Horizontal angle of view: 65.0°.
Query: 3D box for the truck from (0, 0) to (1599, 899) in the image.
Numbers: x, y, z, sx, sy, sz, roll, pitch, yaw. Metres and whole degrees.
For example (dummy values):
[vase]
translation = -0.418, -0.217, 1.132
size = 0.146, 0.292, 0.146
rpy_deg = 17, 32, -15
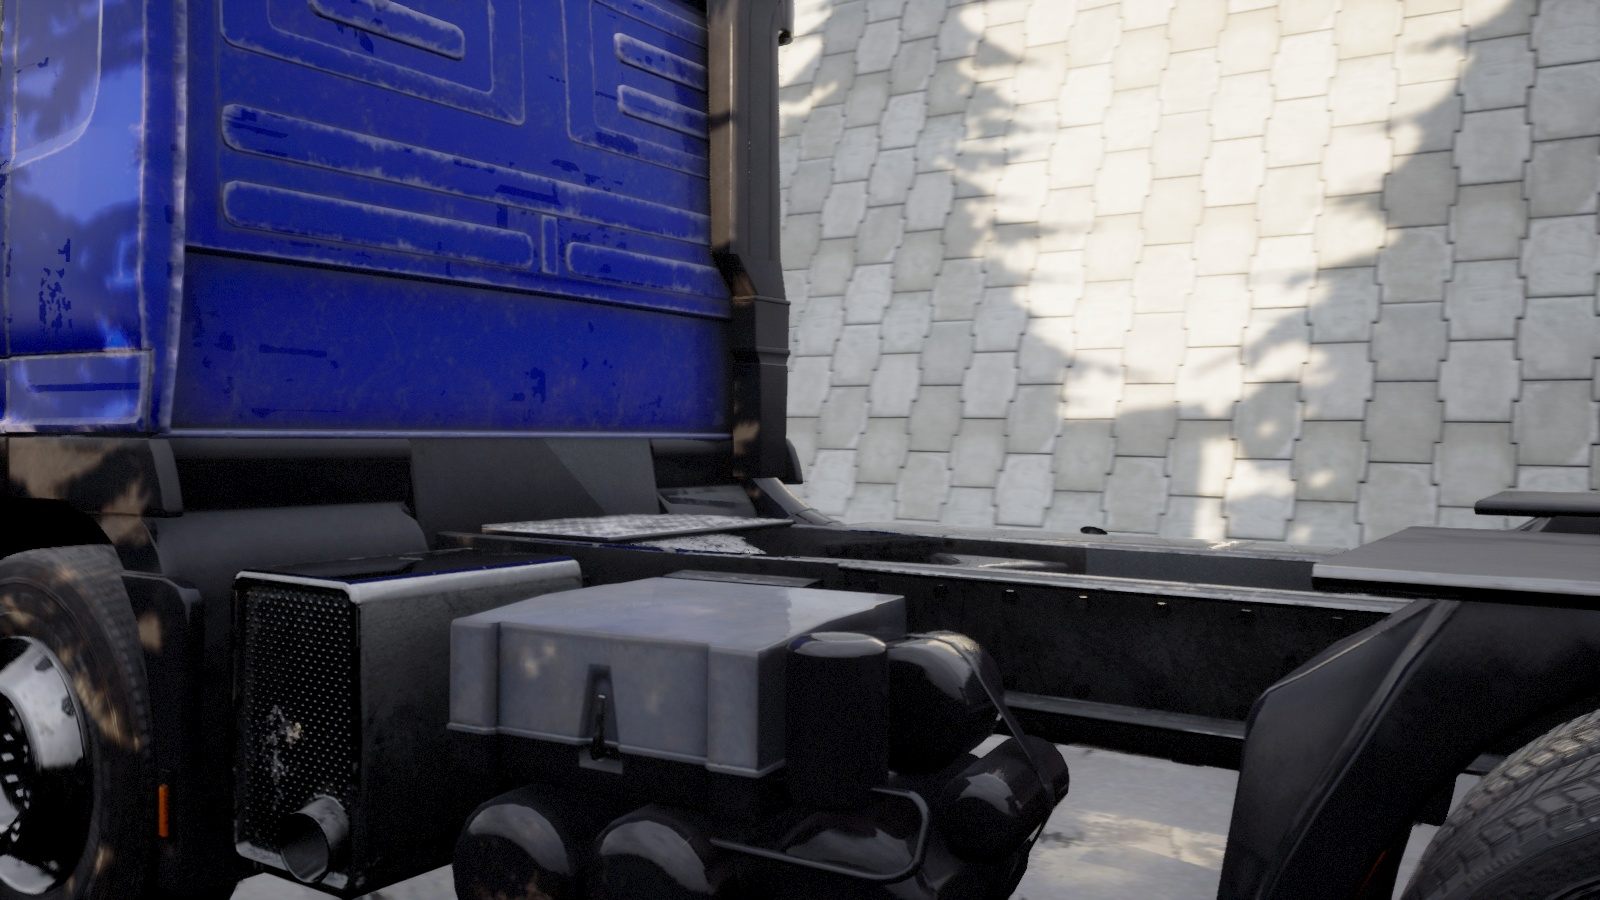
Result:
[truck]
translation = 0.607, -0.300, 3.201
size = 7.936, 3.462, 2.891
rpy_deg = 0, 1, 34
